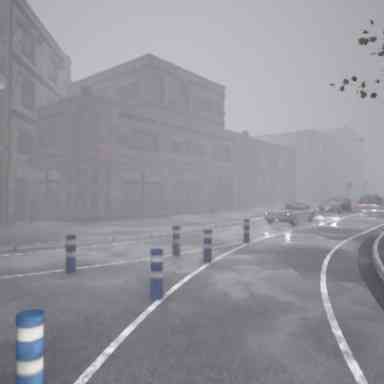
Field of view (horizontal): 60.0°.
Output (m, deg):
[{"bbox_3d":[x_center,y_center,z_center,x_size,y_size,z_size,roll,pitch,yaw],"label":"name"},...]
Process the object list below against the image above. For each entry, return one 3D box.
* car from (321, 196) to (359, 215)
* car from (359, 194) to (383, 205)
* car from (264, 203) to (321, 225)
[{"bbox_3d":[12.763,1.138,29.525,2.128,1.511,4.902,1,1,40],"label":"car"},{"bbox_3d":[21.310,0.899,39.557,1.994,1.385,4.181,1,-2,41],"label":"car"},{"bbox_3d":[6.679,1.401,22.361,1.895,1.301,4.718,1,1,40],"label":"car"}]
